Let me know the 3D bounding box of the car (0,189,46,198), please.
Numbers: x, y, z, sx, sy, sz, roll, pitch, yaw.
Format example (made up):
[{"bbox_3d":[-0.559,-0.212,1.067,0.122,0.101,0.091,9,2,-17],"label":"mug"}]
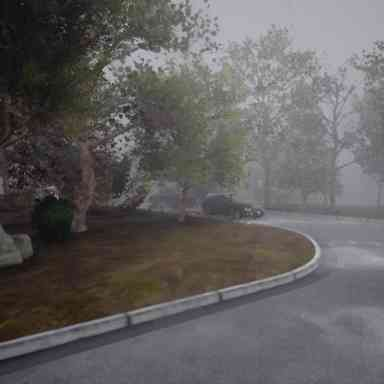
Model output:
[{"bbox_3d":[-17.091,0.624,34.360,4.892,1.490,1.837,0,-1,-26],"label":"car"}]

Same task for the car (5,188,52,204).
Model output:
[{"bbox_3d":[-18.338,0.472,37.538,4.553,1.767,2.097,0,0,-17],"label":"car"}]

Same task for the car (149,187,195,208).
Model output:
[{"bbox_3d":[-2.035,0.483,33.629,2.150,2.045,5.566,0,1,-42],"label":"car"}]

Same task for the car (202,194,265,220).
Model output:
[{"bbox_3d":[2.625,0.940,21.977,1.837,1.490,4.892,0,1,-36],"label":"car"}]
